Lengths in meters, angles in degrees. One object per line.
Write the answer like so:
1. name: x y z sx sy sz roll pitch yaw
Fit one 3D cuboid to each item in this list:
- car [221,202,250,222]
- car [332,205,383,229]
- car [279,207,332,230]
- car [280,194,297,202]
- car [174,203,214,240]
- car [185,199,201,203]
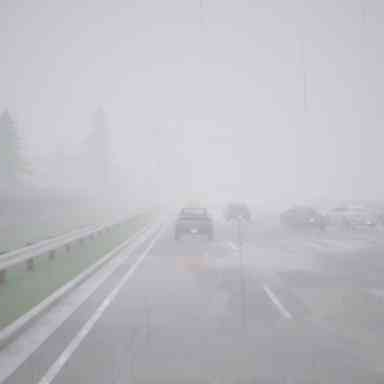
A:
1. car: 3.590 1.588 27.379 1.837 1.490 4.892 0 0 0
2. car: 10.596 1.593 22.296 1.812 1.442 4.674 0 0 0
3. car: 7.092 1.630 21.639 1.994 1.385 4.181 0 0 0
4. car: 22.890 1.450 78.844 3.866 1.878 1.905 0 0 0
5. car: 0.093 1.544 17.393 2.128 1.511 4.902 0 0 0
6. car: 0.084 1.601 41.355 1.882 1.535 5.008 0 0 0
